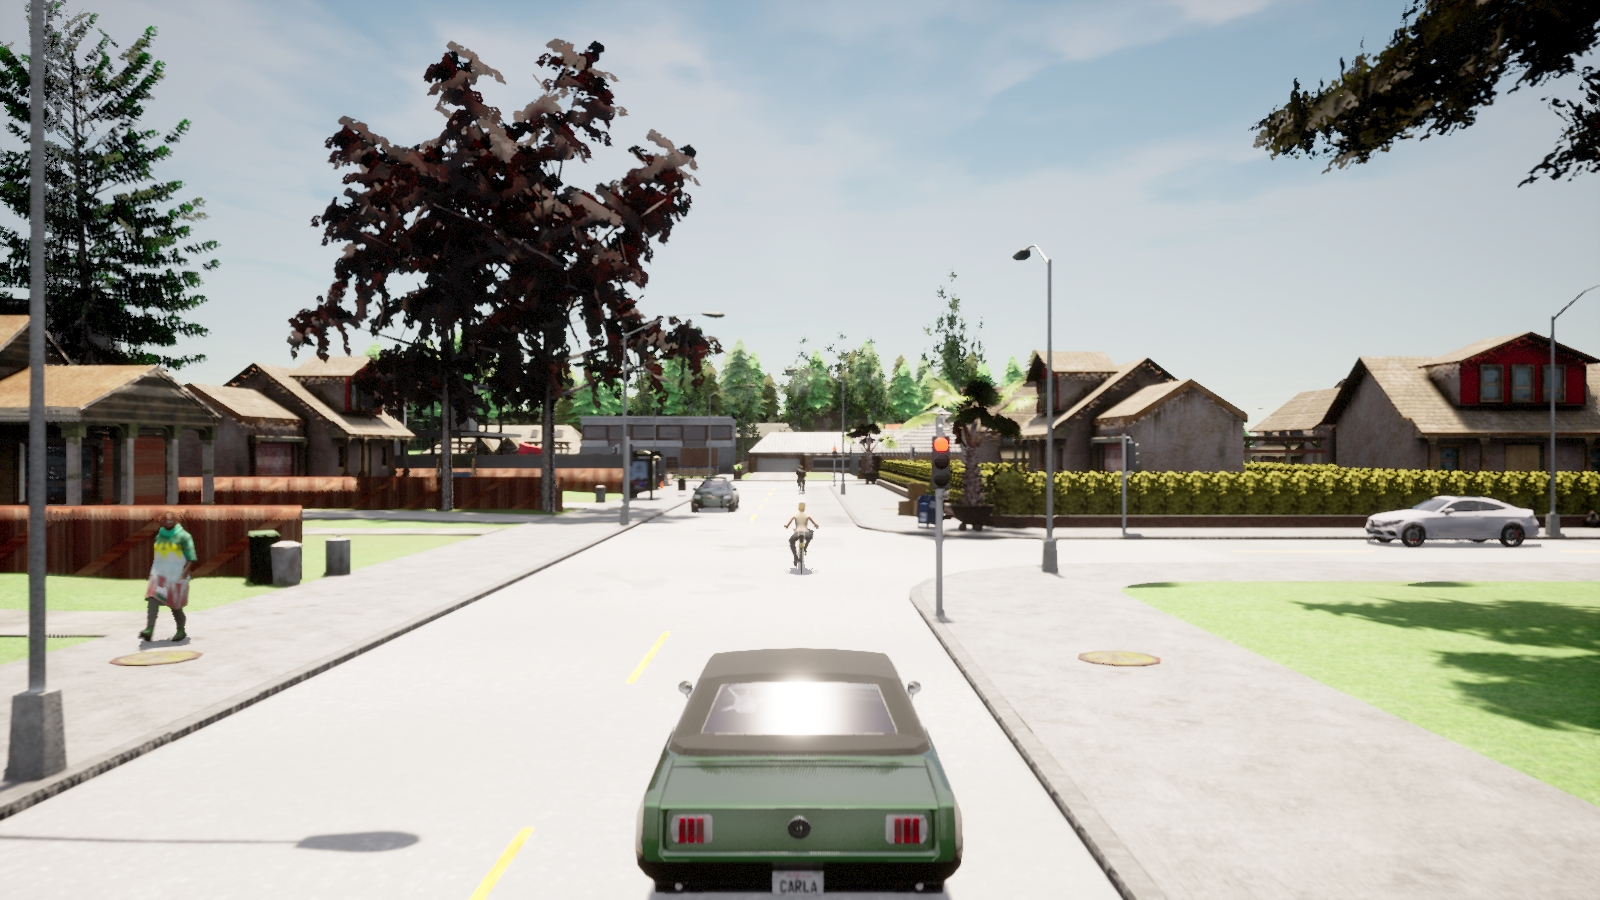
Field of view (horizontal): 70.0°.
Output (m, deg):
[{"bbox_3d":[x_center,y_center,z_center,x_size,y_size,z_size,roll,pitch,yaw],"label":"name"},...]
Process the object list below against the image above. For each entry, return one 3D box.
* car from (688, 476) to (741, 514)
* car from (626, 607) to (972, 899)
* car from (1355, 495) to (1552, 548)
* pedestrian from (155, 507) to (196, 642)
[{"bbox_3d":[-3.912,2.037,53.032,2.038,1.542,4.974,0,0,0],"label":"car"},{"bbox_3d":[-0.003,2.155,8.601,1.895,1.301,4.718,0,0,0],"label":"car"},{"bbox_3d":[19.186,2.081,33.684,4.674,1.442,2.002,0,0,0],"label":"car"},{"bbox_3d":[-8.789,1.743,16.080,0.375,1.860,0.375,0,0,1],"label":"pedestrian"}]
